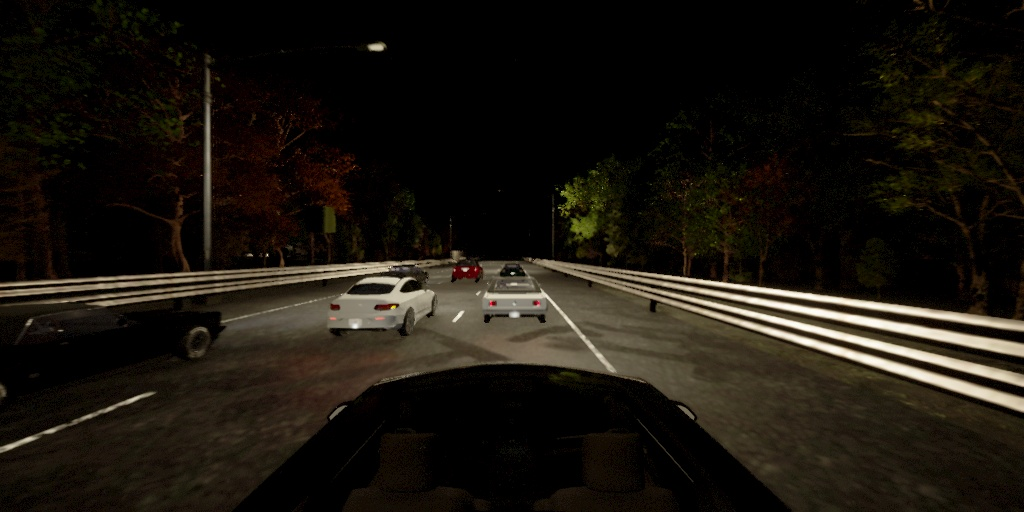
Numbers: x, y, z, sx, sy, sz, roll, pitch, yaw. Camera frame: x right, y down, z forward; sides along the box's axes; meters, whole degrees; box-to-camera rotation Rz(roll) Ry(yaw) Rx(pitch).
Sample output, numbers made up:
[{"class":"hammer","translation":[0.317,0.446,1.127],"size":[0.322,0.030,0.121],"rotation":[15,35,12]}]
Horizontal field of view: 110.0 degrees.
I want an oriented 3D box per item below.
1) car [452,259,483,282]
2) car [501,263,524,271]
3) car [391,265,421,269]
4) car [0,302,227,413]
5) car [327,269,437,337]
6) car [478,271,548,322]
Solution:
[{"class":"car","translation":[-3.460,1.080,28.648],"size":[2.097,1.767,4.553],"rotation":[0,0,0]},{"class":"car","translation":[0.039,1.290,29.434],"size":[1.994,1.385,4.181],"rotation":[0,0,0]},{"class":"car","translation":[-6.957,1.280,23.716],"size":[2.033,1.411,5.357],"rotation":[0,0,0]},{"class":"car","translation":[-6.938,1.349,5.365],"size":[1.895,1.301,4.718],"rotation":[0,0,0]},{"class":"car","translation":[-3.425,1.270,10.152],"size":[1.812,1.442,4.674],"rotation":[0,0,0]},{"class":"car","translation":[0.077,1.343,12.172],"size":[1.895,1.301,4.718],"rotation":[0,0,0]}]
